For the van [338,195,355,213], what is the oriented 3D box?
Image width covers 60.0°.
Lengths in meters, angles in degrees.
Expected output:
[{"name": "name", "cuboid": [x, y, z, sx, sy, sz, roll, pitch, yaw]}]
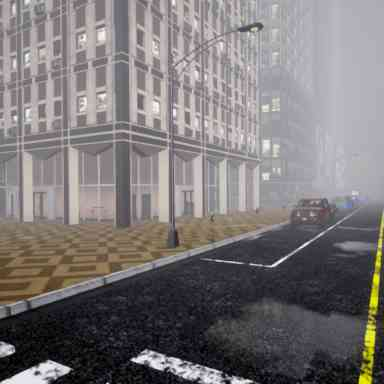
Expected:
[{"name": "van", "cuboid": [16.546, 1.331, 36.635, 1.690, 1.788, 3.998, -1, 0, 30]}]

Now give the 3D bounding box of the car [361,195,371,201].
[{"name": "car", "cuboid": [41.704, 1.508, 79.765, 1.887, 1.381, 4.507, -1, 0, 30]}]

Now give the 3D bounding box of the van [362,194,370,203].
[{"name": "van", "cuboid": [36.111, 1.311, 70.182, 1.690, 1.788, 3.998, -1, 0, 30]}]

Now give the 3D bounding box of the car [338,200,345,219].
[{"name": "car", "cuboid": [10.917, 1.561, 27.074, 1.947, 1.339, 4.313, -1, 0, 30]}]

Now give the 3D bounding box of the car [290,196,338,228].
[{"name": "car", "cuboid": [8.080, 1.313, 22.308, 2.192, 1.841, 5.009, -1, 0, 30]}]

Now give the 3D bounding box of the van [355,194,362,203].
[{"name": "van", "cuboid": [22.136, 1.325, 46.220, 1.690, 1.788, 3.998, -1, 0, 30]}]

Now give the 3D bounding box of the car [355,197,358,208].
[{"name": "car", "cuboid": [19.344, 1.569, 41.426, 1.802, 1.307, 4.206, -1, 0, 30]}]
